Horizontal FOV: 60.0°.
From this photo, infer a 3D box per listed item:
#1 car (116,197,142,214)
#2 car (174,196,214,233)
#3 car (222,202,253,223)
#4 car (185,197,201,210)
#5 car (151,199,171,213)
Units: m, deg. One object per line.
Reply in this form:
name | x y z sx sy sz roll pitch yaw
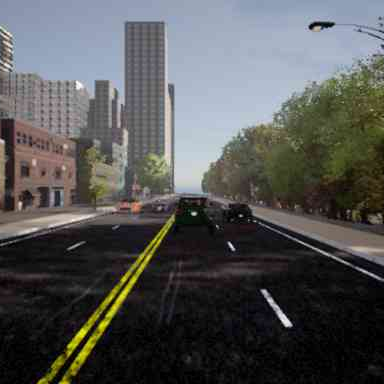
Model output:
car | -6.564 1.356 35.082 2.097 1.767 4.553 0 0 0
car | 0.108 1.225 19.953 2.150 2.045 5.566 0 0 0
car | 3.359 1.481 25.382 1.882 1.535 5.008 0 0 0
car | 0.117 1.481 43.159 1.882 1.535 5.008 0 0 0
car | -3.309 1.498 36.418 2.128 1.511 4.902 0 0 0
